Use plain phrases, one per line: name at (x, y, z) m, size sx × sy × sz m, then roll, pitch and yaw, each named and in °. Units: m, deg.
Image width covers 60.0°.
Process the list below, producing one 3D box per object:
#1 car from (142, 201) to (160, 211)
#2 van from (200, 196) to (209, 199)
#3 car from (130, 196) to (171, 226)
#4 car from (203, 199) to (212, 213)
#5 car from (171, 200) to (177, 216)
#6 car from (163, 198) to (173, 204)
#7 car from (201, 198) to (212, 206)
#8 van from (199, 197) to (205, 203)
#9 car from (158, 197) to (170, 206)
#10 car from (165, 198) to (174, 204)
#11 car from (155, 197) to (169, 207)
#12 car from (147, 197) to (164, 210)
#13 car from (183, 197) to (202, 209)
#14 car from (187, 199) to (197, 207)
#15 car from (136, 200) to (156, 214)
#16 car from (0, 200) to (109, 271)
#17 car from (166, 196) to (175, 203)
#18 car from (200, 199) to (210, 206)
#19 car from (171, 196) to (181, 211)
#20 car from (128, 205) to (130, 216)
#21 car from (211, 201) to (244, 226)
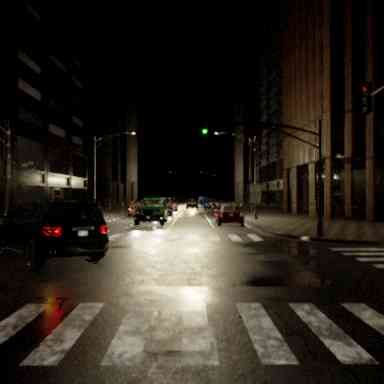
car at (-5.785, 1.971, 47.541) m, size 2.008 × 1.369 × 4.403 m, roll 0°, pitch -1°, yaw 0°
van at (2.734, 1.864, 58.782) m, size 1.690 × 1.788 × 3.998 m, roll 0°, pitch -1°, yaw 0°
car at (-3.085, 1.451, 26.156) m, size 2.150 × 2.045 × 5.566 m, roll 0°, pitch -1°, yaw 0°
car at (2.743, 1.920, 41.954) m, size 2.008 × 1.369 × 4.403 m, roll 0°, pitch -1°, yaw 0°
car at (-3.049, 1.881, 36.025) m, size 1.994 × 1.385 × 4.181 m, roll 0°, pitch -1°, yaw 1°
car at (-5.803, 2.175, 81.197) m, size 1.967 × 1.590 × 4.097 m, roll 0°, pitch -1°, yaw 0°
car at (2.740, 1.986, 47.563) m, size 1.947 × 1.339 × 4.313 m, roll 0°, pitch -1°, yaw 0°
van at (2.716, 2.184, 92.435) m, size 1.690 × 1.788 × 3.998 m, roll 0°, pitch -1°, yaw 0°
car at (-5.797, 1.942, 69.979) m, size 2.192 × 1.841 × 5.009 m, roll 0°, pitch -1°, yaw 0°
car at (-5.806, 2.339, 86.805) m, size 2.008 × 1.369 × 4.403 m, roll 0°, pitch -1°, yaw 0°
car at (-5.794, 1.890, 64.371) m, size 2.192 × 1.841 × 5.009 m, roll 0°, pitch -1°, yaw 0°
car at (-5.788, 1.786, 53.152) m, size 2.192 × 1.841 × 5.009 m, roll 0°, pitch -1°, yaw 0°
car at (0.070, 1.962, 53.317) m, size 2.128 × 1.511 × 4.902 m, roll 0°, pitch -1°, yaw 0°
car at (-0.032, 2.142, 66.482) m, size 2.033 × 1.411 × 5.357 m, roll 0°, pitch -1°, yaw 0°
car at (-5.782, 1.810, 41.933) m, size 1.967 × 1.590 × 4.097 m, roll 0°, pitch -1°, yaw 0°
car at (-4.967, 1.309, 11.545) m, size 2.150 × 2.045 × 5.566 m, roll 3°, pitch -3°, yaw -43°
car at (-5.808, 2.158, 92.417) m, size 2.192 × 1.841 × 5.009 m, roll 0°, pitch -1°, yaw 0°
car at (2.728, 2.193, 69.998) m, size 1.947 × 1.339 × 4.313 m, roll 0°, pitch -1°, yaw 0°
car at (-3.053, 1.757, 45.905) m, size 2.097 × 1.767 × 4.553 m, roll 0°, pitch -1°, yaw 0°
car at (-5.779, 1.760, 36.323) m, size 1.967 × 1.590 × 4.097 m, roll 0°, pitch -1°, yaw 0°
car at (2.752, 1.660, 25.129) m, size 1.967 × 1.590 × 4.097 m, roll 0°, pitch -1°, yaw 0°
